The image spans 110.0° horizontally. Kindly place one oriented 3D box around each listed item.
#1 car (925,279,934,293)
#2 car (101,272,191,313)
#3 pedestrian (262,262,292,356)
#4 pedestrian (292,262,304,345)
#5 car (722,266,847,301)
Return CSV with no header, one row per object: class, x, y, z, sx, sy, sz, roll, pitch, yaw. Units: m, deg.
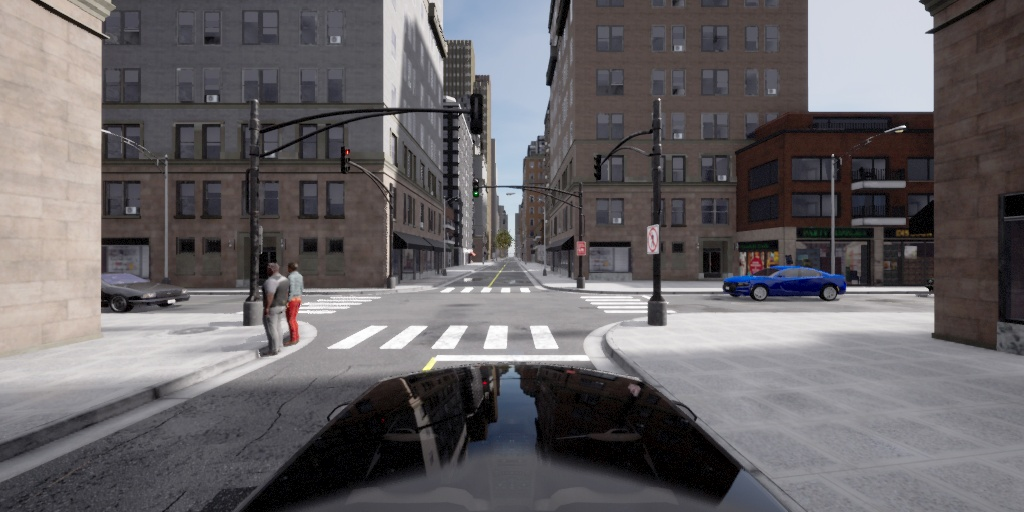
car,22.411,1.320,16.658,4.718,1.301,1.895,0,0,0
car,-15.400,1.309,13.417,5.357,1.411,2.033,0,0,0
pedestrian,-4.808,1.044,7.245,0.375,1.860,0.375,0,0,0
pedestrian,-4.916,1.045,8.046,0.375,1.860,0.375,0,0,0
car,12.497,1.213,16.648,5.008,1.535,1.882,0,0,0
